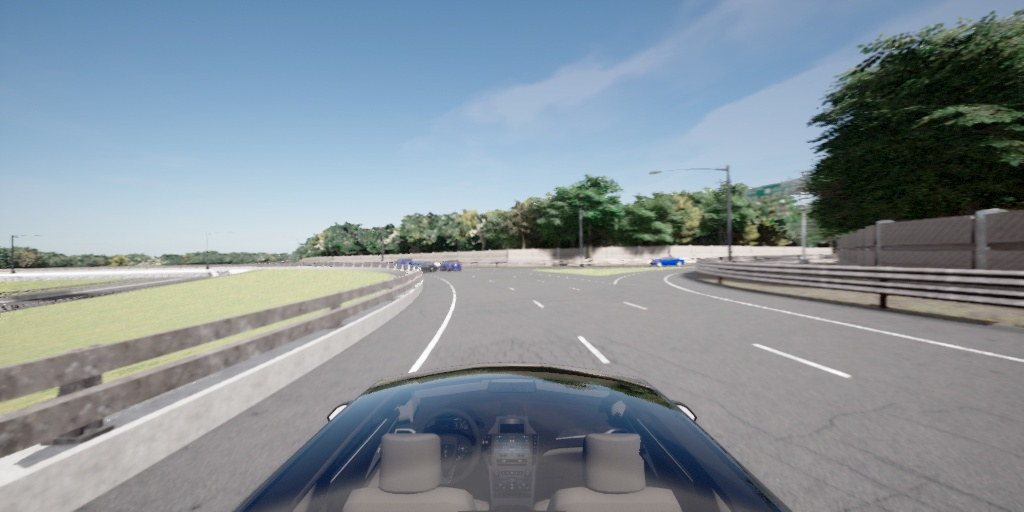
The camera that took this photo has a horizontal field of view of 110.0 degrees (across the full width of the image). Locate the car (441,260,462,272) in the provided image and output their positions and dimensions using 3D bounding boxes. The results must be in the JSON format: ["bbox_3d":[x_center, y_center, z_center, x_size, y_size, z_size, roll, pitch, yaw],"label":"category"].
[{"bbox_3d":[-9.064,1.334,52.824,2.097,1.767,4.553,-1,0,-31],"label":"car"}]

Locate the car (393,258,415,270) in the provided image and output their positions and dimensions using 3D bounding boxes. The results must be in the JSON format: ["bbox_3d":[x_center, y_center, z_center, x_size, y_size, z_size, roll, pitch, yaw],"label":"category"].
[{"bbox_3d":[-18.760,1.416,61.815,2.150,2.045,5.566,-1,0,-36],"label":"car"}]

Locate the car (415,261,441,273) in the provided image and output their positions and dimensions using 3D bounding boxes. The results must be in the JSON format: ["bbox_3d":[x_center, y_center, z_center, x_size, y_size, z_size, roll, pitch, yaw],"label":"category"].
[{"bbox_3d":[-11.934,1.565,50.814,1.812,1.442,4.674,-1,0,-28],"label":"car"}]

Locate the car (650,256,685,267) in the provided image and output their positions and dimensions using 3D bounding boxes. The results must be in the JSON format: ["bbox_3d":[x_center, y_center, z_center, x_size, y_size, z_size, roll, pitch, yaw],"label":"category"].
[{"bbox_3d":[23.309,0.818,53.921,5.008,1.535,1.882,-1,0,-4],"label":"car"}]
